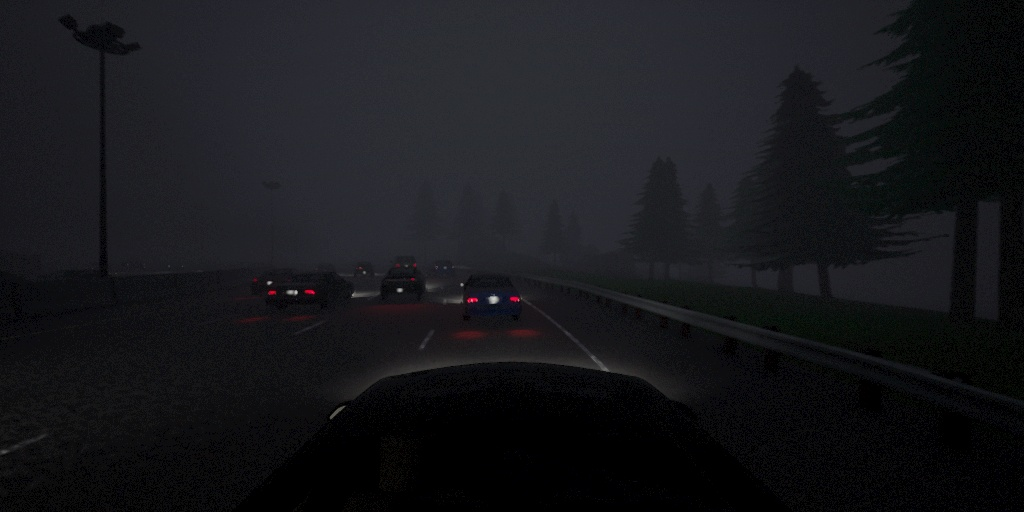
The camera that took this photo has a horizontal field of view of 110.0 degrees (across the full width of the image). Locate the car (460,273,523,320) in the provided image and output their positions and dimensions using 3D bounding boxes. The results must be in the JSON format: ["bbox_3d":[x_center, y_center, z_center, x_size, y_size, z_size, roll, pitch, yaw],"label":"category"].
[{"bbox_3d":[-0.836,1.297,12.704,2.033,1.411,5.357,0,0,-7],"label":"car"}]

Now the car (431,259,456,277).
[{"bbox_3d":[-7.045,1.124,35.410,2.097,1.767,4.553,0,0,-22],"label":"car"}]

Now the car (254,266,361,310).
[{"bbox_3d":[-8.235,1.334,15.121,2.033,1.411,5.357,0,0,-10],"label":"car"}]

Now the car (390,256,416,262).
[{"bbox_3d":[-10.615,1.012,35.104,2.150,2.045,5.566,0,0,-23],"label":"car"}]

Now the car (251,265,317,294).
[{"bbox_3d":[-13.071,1.372,20.563,1.994,1.385,4.181,0,0,-14],"label":"car"}]

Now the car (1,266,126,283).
[{"bbox_3d":[-23.737,1.426,19.278,1.994,1.385,4.181,0,0,-16],"label":"car"}]

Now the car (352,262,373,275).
[{"bbox_3d":[-14.989,1.317,36.228,1.837,1.490,4.892,0,0,-24],"label":"car"}]

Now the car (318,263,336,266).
[{"bbox_3d":[-19.138,1.396,36.735,1.994,1.385,4.181,0,0,-27],"label":"car"}]

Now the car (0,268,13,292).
[{"bbox_3d":[-30.867,1.446,19.169,2.033,1.411,5.357,0,0,-17],"label":"car"}]

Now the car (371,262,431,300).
[{"bbox_3d":[-5.312,1.261,17.859,2.128,1.511,4.902,0,0,-11],"label":"car"}]
